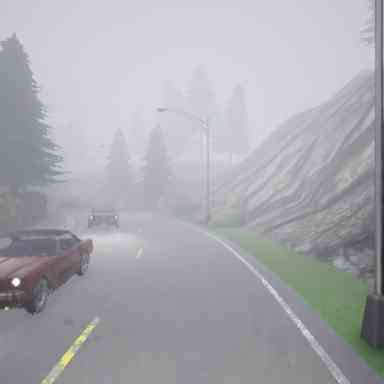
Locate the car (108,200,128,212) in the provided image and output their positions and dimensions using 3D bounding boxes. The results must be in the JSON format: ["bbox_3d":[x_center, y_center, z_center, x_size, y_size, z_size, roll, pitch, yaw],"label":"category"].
[{"bbox_3d":[-8.899,1.564,38.197,1.994,1.385,4.181,0,0,-32],"label":"car"}]

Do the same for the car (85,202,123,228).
[{"bbox_3d":[-5.819,1.601,21.841,1.895,1.301,4.718,0,0,-16],"label":"car"}]

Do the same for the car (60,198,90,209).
[{"bbox_3d":[-15.820,1.547,45.359,5.357,1.411,2.033,0,0,37],"label":"car"}]

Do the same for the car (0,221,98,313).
[{"bbox_3d":[-3.780,1.601,7.718,1.895,1.301,4.718,0,0,-2],"label":"car"}]
